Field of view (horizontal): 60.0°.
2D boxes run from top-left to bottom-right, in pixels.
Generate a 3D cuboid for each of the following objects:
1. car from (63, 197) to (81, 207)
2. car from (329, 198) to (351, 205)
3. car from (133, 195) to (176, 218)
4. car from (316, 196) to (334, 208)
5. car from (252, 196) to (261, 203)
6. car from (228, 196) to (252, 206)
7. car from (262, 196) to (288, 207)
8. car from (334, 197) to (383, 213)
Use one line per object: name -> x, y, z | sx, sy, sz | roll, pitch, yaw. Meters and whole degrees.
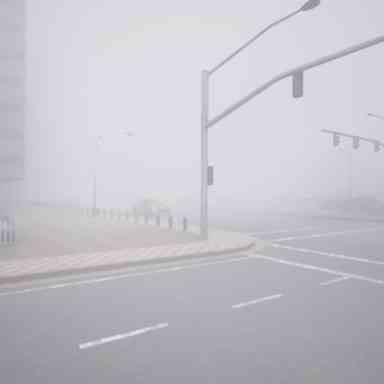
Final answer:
car -> -19.160, 1.606, 53.022 | 1.837, 1.490, 4.892 | 1, 0, -36
car -> 30.735, 1.969, 69.257 | 1.784, 1.438, 3.905 | 1, 0, -36
car -> -3.838, 1.454, 31.672 | 2.097, 1.767, 4.553 | 1, -1, -36
car -> 28.340, 1.731, 67.630 | 1.932, 1.855, 4.605 | 1, 0, -36
car -> 12.923, 1.867, 75.079 | 1.784, 1.438, 3.905 | 1, 0, -36
car -> 10.565, 1.871, 73.400 | 1.970, 1.475, 3.806 | 1, 0, -36
car -> 14.627, 1.817, 57.753 | 1.970, 1.475, 3.806 | 1, 0, -36
car -> 20.170, 1.522, 40.323 | 1.932, 1.855, 4.605 | 1, 0, -36
